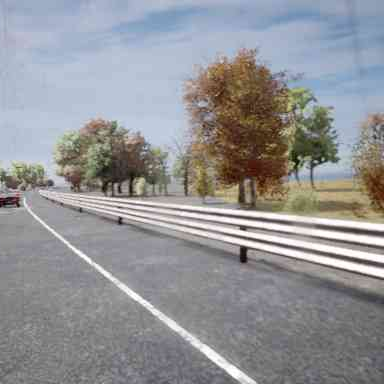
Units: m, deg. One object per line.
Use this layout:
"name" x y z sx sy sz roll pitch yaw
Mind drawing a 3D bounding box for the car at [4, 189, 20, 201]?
"car" -29.741 0.480 55.164 2.097 1.767 4.553 -3 3 -27

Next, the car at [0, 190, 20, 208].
"car" -20.567 0.885 37.469 1.882 1.535 5.008 -4 2 -28
